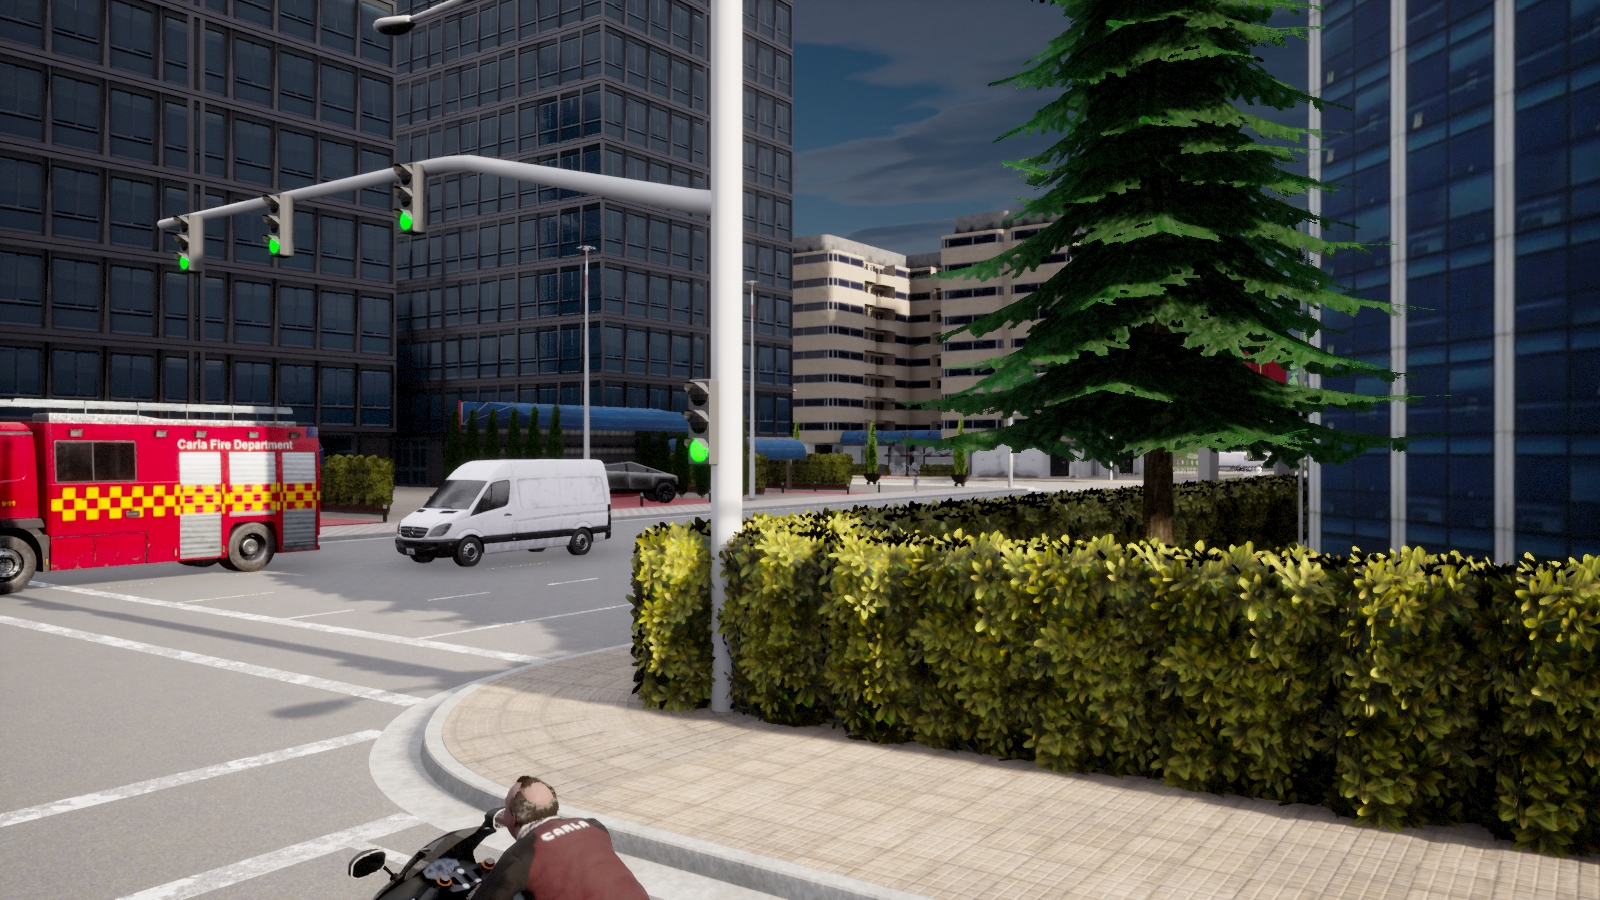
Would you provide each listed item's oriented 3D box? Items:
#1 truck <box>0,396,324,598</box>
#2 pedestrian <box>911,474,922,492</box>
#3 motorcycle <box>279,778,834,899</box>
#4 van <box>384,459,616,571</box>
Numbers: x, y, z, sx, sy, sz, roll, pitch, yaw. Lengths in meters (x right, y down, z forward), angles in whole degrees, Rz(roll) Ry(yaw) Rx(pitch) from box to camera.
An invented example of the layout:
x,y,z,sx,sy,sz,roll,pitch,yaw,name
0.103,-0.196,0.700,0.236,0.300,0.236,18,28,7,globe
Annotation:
x,y,z,sx,sy,sz,roll,pitch,yaw,name
-14.959,0.889,24.598,2.891,3.827,8.468,0,0,34,truck
7.245,2.074,71.292,0.500,1.100,0.500,0,0,33,pedestrian
-1.027,2.205,4.504,2.209,1.251,0.867,0,0,35,motorcycle
-7.573,1.533,29.577,1.988,2.561,5.915,0,0,35,van
